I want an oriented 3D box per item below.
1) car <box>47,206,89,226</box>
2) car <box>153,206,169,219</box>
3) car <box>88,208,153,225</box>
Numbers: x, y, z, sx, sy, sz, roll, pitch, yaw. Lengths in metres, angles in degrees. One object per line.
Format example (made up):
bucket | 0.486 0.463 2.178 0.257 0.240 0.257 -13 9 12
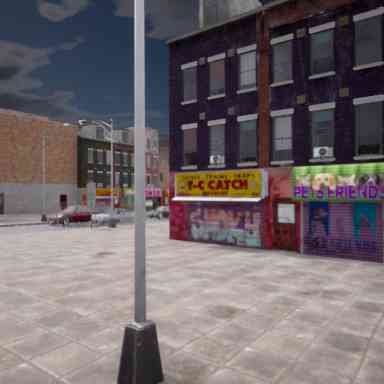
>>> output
car | -9.487 1.822 26.712 1.967 1.590 4.097 -2 -2 36
car | -3.063 2.168 35.504 2.008 1.369 4.403 -2 -2 36
car | -5.716 2.027 27.136 1.895 1.301 4.718 0 -1 36
